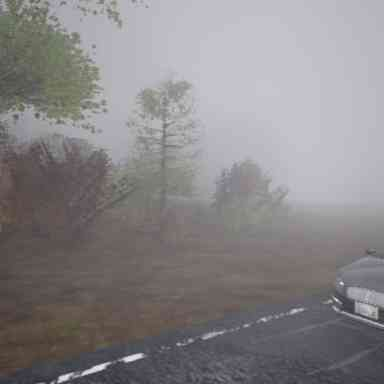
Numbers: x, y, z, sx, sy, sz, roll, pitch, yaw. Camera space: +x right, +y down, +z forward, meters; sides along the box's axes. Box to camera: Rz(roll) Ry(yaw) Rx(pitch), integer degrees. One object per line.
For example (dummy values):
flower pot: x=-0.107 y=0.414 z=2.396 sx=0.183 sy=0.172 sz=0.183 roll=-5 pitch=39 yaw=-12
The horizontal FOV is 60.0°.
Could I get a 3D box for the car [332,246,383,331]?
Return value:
car: x=4.721 y=1.548 z=6.335 sx=4.902 sy=1.511 sz=2.128 roll=1 pitch=0 yaw=-32
